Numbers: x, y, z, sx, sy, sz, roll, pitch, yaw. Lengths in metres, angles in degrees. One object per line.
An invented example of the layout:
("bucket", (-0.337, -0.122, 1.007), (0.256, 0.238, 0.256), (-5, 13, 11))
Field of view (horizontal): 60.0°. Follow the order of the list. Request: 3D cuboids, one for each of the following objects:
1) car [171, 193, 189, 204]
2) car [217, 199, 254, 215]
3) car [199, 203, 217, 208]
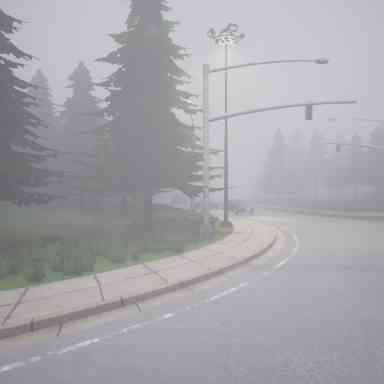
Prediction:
("car", (-2.157, 1.215, 58.366), (2.150, 2.045, 5.566), (0, 1, -17))
("car", (4.717, 1.491, 34.282), (2.128, 1.511, 4.902), (0, 0, -15))
("car", (2.064, 1.600, 43.922), (1.895, 1.301, 4.718), (0, 0, -16))
